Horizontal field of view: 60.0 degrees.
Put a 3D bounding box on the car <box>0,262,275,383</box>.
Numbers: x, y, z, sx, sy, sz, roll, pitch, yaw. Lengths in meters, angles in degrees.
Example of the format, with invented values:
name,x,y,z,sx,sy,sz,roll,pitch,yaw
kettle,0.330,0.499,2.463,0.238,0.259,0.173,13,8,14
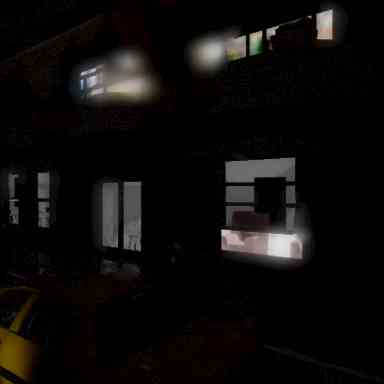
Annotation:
name,x,y,z,sx,sy,sz,roll,pitch,yaw
car,-1.510,1.525,3.951,4.829,1.417,1.752,0,0,36
